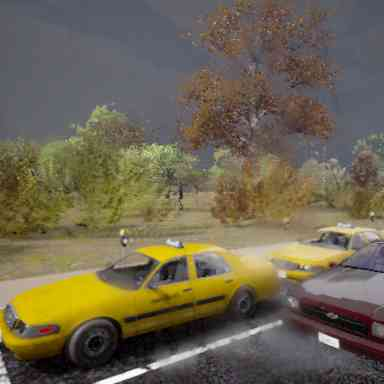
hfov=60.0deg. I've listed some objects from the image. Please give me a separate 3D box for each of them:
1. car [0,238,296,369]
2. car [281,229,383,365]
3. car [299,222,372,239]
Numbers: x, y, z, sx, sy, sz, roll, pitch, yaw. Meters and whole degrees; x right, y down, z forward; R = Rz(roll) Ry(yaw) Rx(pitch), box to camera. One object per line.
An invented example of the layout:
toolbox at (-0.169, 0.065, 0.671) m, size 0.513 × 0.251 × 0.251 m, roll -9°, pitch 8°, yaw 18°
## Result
car at (-0.527, 1.529, 5.722) m, size 4.829 × 1.417 × 1.752 m, roll 0°, pitch 1°, yaw -36°
car at (3.952, 1.557, 5.911) m, size 5.357 × 1.411 × 2.033 m, roll 0°, pitch 0°, yaw -36°
car at (3.971, 1.537, 8.949) m, size 4.829 × 1.417 × 1.752 m, roll 0°, pitch 1°, yaw -36°
